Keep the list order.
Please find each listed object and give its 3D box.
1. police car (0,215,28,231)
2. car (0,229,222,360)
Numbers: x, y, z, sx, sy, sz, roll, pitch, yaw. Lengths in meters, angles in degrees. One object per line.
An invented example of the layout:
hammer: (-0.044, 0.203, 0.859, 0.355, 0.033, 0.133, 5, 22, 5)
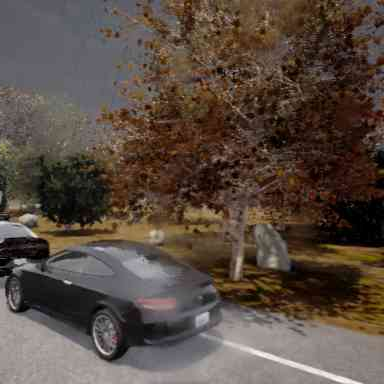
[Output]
police car: (-6.183, 1.531, 10.020, 5.238, 1.638, 1.930, 0, -2, 42)
car: (-1.638, 1.616, 6.100, 4.674, 1.442, 1.812, 0, -1, 39)
